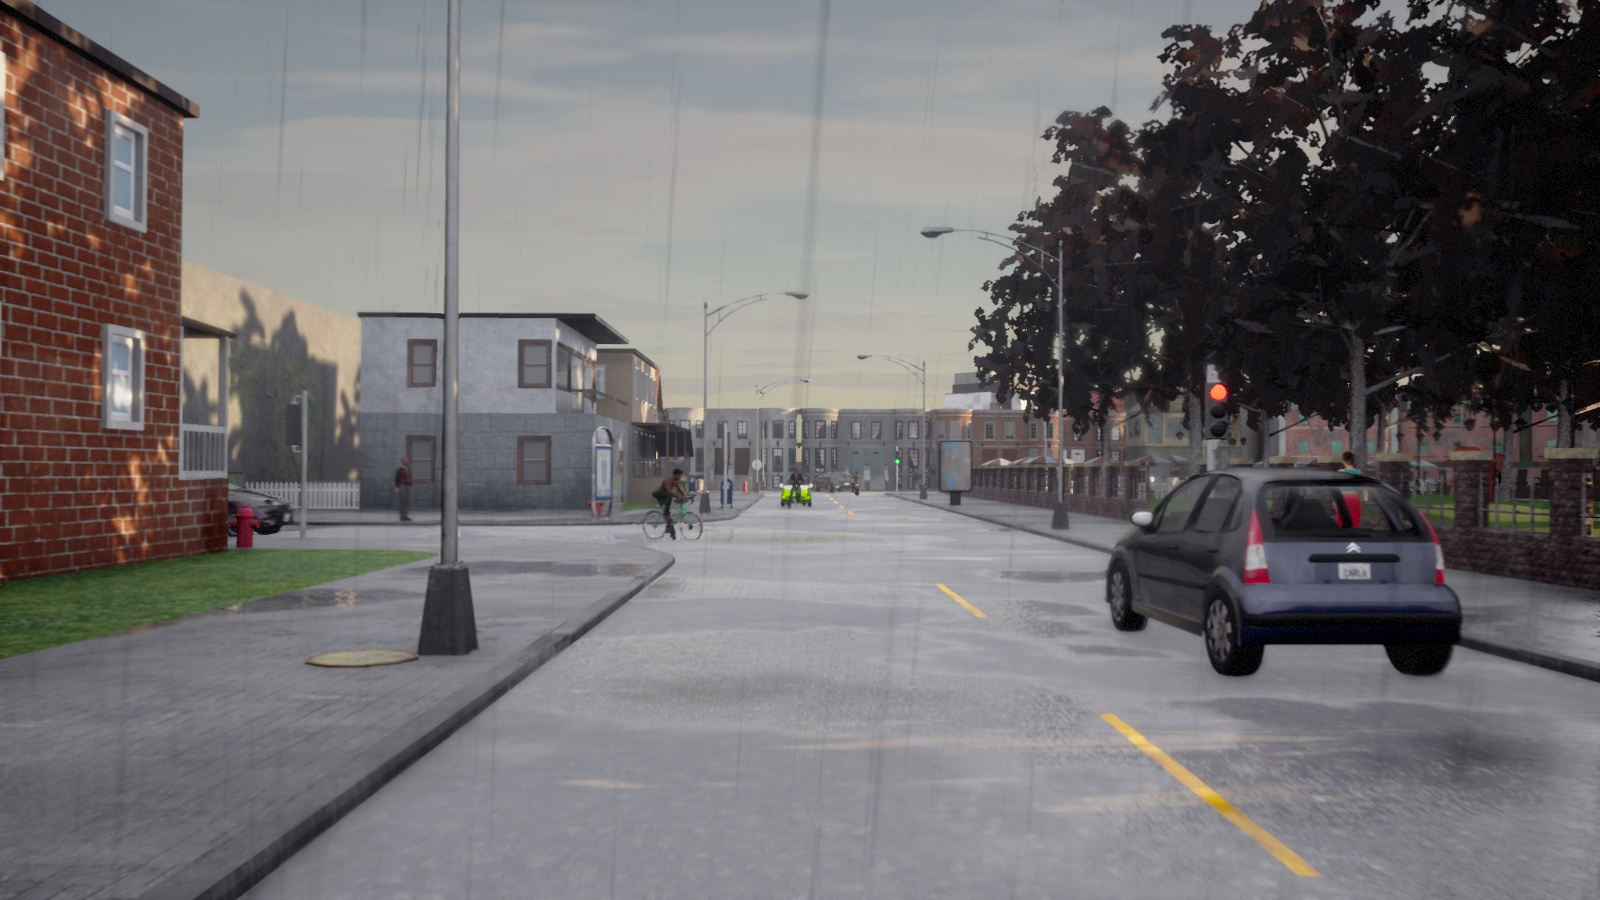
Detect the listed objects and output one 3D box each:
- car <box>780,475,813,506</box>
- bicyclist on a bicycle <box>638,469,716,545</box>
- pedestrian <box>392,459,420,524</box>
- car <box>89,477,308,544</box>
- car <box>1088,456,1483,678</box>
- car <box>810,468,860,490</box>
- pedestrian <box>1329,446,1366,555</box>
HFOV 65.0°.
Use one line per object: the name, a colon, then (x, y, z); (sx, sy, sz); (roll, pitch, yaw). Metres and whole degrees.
car: (-0.150, 1.836, 57.022); (1.481, 1.376, 2.207); (0, -1, 0)
bicyclist on a bicycle: (-2.756, 1.254, 28.084); (1.656, 1.620, 0.582); (0, 2, 30)
pedestrian: (-11.242, 1.177, 35.862); (0.720, 1.854, 0.376); (-1, -1, 32)
car: (-13.828, 1.376, 29.050); (4.193, 1.474, 1.816); (0, -1, 0)
car: (4.031, 0.887, 11.223); (1.851, 1.617, 3.988); (0, -1, -2)
car: (2.601, 2.190, 94.871); (2.152, 1.651, 5.027); (0, -1, -19)
pedestrian: (9.304, 0.849, 21.356); (0.345, 1.836, 0.594); (0, -1, 0)
